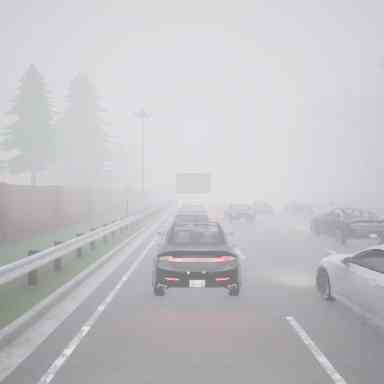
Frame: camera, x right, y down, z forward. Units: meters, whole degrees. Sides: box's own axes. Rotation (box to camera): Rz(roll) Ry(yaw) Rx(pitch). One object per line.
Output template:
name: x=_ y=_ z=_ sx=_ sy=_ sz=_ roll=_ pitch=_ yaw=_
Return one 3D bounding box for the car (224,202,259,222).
car: x=3.593 y=1.601 z=25.796 sx=1.895 sy=1.301 sz=4.718 roll=0 pitch=0 yaw=0

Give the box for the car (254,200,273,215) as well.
car: x=7.091 y=1.563 z=34.602 sx=1.994 sy=1.385 sz=4.181 roll=0 pitch=0 yaw=0

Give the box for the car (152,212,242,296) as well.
car: x=0.098 y=1.491 z=8.621 sx=2.128 sy=1.511 sz=4.902 roll=0 pitch=0 yaw=0

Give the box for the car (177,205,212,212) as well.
car: x=0.093 y=1.474 z=19.049 sx=1.882 sy=1.535 sz=5.008 roll=0 pitch=0 yaw=4

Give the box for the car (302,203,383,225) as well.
car: x=7.096 y=1.491 z=15.437 sx=2.128 sy=1.511 sz=4.902 roll=0 pitch=0 yaw=0

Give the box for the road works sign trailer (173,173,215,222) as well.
road works sign trailer: x=0.064 y=0.464 z=22.969 sx=2.380 sy=3.560 sz=2.880 roll=0 pitch=0 yaw=-2

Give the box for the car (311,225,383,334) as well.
car: x=3.597 y=1.526 z=5.293 sx=1.812 sy=1.442 sz=4.674 roll=0 pitch=0 yaw=0

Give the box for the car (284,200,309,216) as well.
car: x=10.591 y=1.526 z=33.017 sx=1.812 sy=1.442 sz=4.674 roll=0 pitch=0 yaw=0
